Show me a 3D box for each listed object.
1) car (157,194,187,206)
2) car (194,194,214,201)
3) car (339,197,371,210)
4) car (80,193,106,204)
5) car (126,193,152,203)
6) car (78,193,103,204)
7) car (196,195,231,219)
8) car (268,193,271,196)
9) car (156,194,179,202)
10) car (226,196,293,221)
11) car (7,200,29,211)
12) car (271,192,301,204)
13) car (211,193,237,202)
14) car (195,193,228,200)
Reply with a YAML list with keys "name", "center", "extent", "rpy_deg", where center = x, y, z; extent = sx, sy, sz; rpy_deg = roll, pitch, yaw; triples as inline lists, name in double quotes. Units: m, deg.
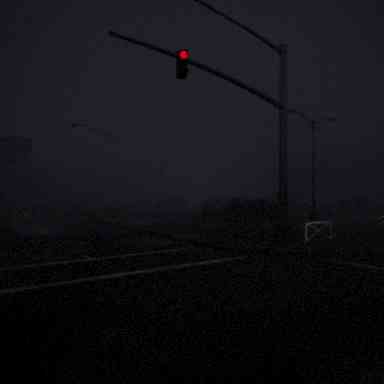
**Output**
- name: "car"
  center: [-2.944, 1.249, 49.794]
  extent: [4.514, 1.523, 2.007]
  rpy_deg: [0, 0, -35]
- name: "car"
  center: [2.618, 1.149, 72.870]
  extent: [3.806, 1.475, 1.970]
  rpy_deg: [0, 0, -35]
- name: "car"
  center: [18.621, 1.313, 38.037]
  extent: [3.806, 1.475, 1.970]
  rpy_deg: [0, 0, -35]
- name: "car"
  center: [-16.422, 1.327, 55.529]
  extent: [3.806, 1.475, 1.970]
  rpy_deg: [0, 0, -35]
- name: "car"
  center: [-9.492, 1.047, 60.414]
  extent: [4.605, 1.855, 1.932]
  rpy_deg: [0, 0, -35]
- name: "car"
  center: [-17.825, 1.041, 58.604]
  extent: [3.866, 1.878, 1.905]
  rpy_deg: [0, 0, -35]
- name: "car"
  center: [3.233, 1.296, 27.471]
  extent: [5.027, 1.636, 2.152]
  rpy_deg: [0, 0, -35]
- name: "car"
  center: [13.882, 0.992, 57.303]
  extent: [3.866, 1.878, 1.905]
  rpy_deg: [0, 0, -35]
- name: "car"
  center: [-5.258, 1.228, 71.837]
  extent: [4.514, 1.523, 2.007]
  rpy_deg: [0, 0, -35]
- name: "car"
  center: [5.072, 1.305, 24.929]
  extent: [4.514, 1.523, 2.007]
  rpy_deg: [0, 0, -35]
- name: "car"
  center: [-20.991, 1.591, 39.988]
  extent: [1.895, 1.301, 4.718]
  rpy_deg: [0, 0, -34]
- name: "car"
  center: [15.884, 1.012, 55.157]
  extent: [4.605, 1.855, 1.932]
  rpy_deg: [0, 0, -35]
- name: "car"
  center: [6.557, 1.069, 67.794]
  extent: [5.027, 1.636, 2.152]
  rpy_deg: [0, 0, -35]
- name: "car"
  center: [2.743, 1.270, 41.577]
  extent: [3.633, 1.501, 1.845]
  rpy_deg: [0, 0, -35]
